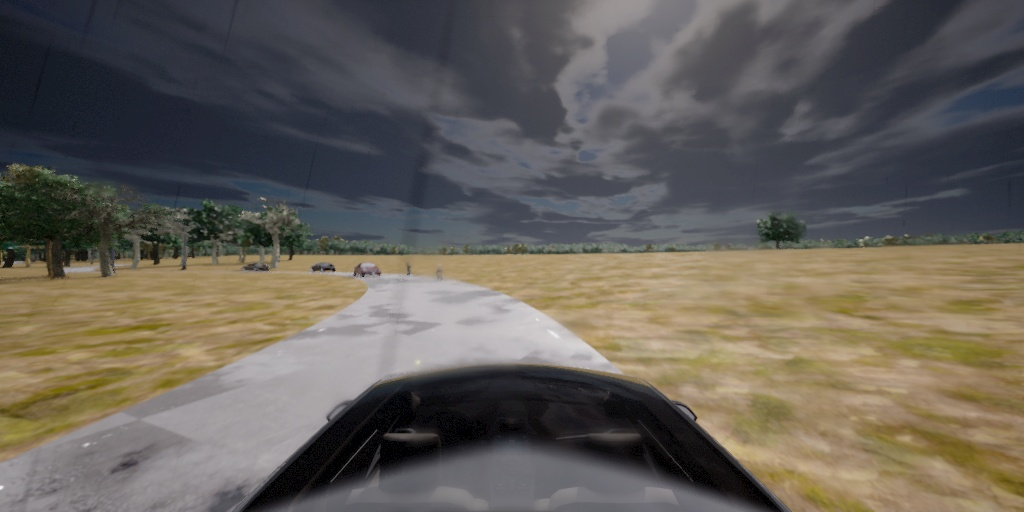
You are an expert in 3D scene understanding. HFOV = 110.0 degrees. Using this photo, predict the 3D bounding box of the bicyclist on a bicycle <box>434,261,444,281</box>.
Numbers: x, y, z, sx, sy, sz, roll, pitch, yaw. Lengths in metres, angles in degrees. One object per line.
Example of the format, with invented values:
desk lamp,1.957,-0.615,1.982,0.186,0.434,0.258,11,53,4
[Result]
bicyclist on a bicycle,-6.058,1.251,29.868,0.866,1.612,1.509,0,-1,-26

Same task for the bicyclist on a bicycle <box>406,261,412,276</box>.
bicyclist on a bicycle,-10.995,1.335,38.218,0.582,1.620,1.656,0,-1,-35

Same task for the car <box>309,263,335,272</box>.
car,-28.987,1.747,54.811,4.892,1.490,1.837,-1,-1,33

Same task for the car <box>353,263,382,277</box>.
car,-14.896,1.394,36.857,1.812,1.442,4.674,1,-1,-37
